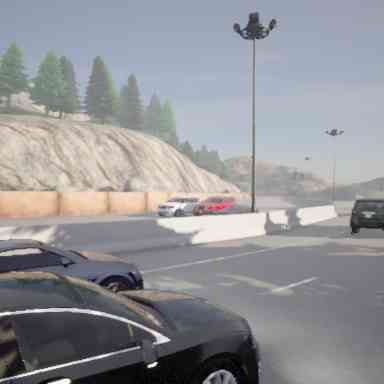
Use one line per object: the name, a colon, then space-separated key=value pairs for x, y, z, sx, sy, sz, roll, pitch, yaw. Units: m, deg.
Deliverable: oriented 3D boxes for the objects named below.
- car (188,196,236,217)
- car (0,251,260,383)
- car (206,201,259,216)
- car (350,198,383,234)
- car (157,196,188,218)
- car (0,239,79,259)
car: x=2.390 y=1.425 z=31.675 sx=2.150 sy=2.045 sz=5.566 roll=0 pitch=-1 yaw=36
car: x=-1.493 y=1.512 z=2.914 sx=4.892 sy=1.490 sz=1.837 roll=1 pitch=0 yaw=-36
car: x=3.746 y=1.734 z=27.733 sx=2.033 sy=1.411 sz=5.357 roll=0 pitch=0 yaw=38
car: x=11.111 y=1.405 z=19.876 sx=2.150 sy=2.045 sz=5.566 roll=0 pitch=0 yaw=39
car: x=-1.055 y=1.412 z=32.899 sx=2.150 sy=2.045 sz=5.566 roll=0 pitch=-1 yaw=37
car: x=-3.021 y=1.582 z=6.160 sx=4.181 sy=1.385 sz=1.994 roll=1 pitch=0 yaw=-36
